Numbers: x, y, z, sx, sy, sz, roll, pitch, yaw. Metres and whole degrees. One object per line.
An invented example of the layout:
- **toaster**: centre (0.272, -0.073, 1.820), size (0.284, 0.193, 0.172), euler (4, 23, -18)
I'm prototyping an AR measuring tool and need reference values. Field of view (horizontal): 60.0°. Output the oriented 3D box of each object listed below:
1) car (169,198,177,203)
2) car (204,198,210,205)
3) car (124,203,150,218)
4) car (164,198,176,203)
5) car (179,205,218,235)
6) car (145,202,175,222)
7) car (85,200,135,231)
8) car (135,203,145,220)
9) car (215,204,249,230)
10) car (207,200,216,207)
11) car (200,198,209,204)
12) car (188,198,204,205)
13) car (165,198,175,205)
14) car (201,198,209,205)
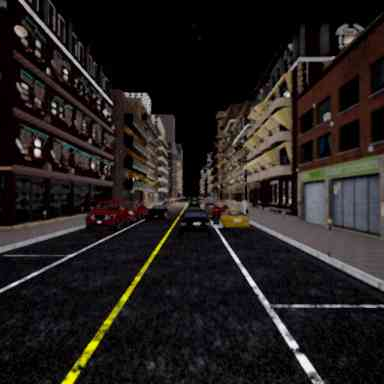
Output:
- **car**: centre (-5.200, 2.330, 90.169), size (1.887, 1.381, 4.507), euler (0, 0, 0)
- **car**: centre (2.995, 2.054, 56.303), size (2.008, 1.369, 4.403), euler (0, 0, 0)
- **car**: centre (-5.510, 1.838, 33.810), size (1.887, 1.381, 4.507), euler (0, -1, 0)
- **car**: centre (-5.293, 2.189, 73.261), size (2.008, 1.369, 4.403), euler (0, 0, 0)
- **car**: centre (0.203, 1.725, 19.839), size (2.033, 1.411, 5.357), euler (0, -1, 0)
- **car**: centre (-2.894, 1.821, 29.141), size (1.994, 1.385, 4.181), euler (0, -1, 1)
- **car**: centre (-5.571, 1.509, 22.540), size (2.192, 1.841, 5.009), euler (0, -1, 0)
- **car**: centre (-5.541, 1.683, 28.174), size (1.967, 1.590, 4.097), euler (0, -1, 0)
- **car**: centre (2.809, 1.732, 22.658), size (1.752, 1.417, 4.829), euler (0, -1, 0)
- **car**: centre (2.870, 1.850, 33.760), size (1.887, 1.381, 4.507), euler (0, -1, 0)
- **car**: centre (3.150, 2.314, 84.482), size (1.947, 1.339, 4.313), euler (0, 0, 0)
- **car**: centre (0.393, 1.836, 54.547), size (2.097, 1.767, 4.553), euler (0, -1, 0)
- **car**: centre (-5.262, 2.238, 78.897), size (2.008, 1.369, 4.403), euler (0, 0, 0)
- **car**: centre (3.120, 2.226, 79.017), size (1.752, 1.417, 4.829), euler (0, 0, 0)
